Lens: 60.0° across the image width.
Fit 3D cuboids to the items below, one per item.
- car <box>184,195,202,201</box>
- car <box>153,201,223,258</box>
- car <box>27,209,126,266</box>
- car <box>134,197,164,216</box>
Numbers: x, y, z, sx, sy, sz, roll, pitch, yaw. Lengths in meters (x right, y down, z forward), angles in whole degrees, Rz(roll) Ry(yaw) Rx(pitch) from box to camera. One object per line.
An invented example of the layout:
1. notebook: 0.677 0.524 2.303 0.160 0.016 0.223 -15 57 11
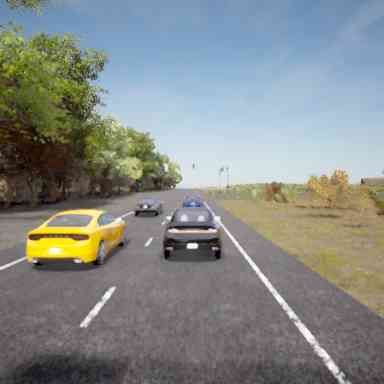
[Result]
1. car: 0.093 1.021 33.350 1.994 1.385 4.181 0 1 0
2. car: 0.031 1.300 11.943 2.128 1.511 4.902 0 1 0
3. car: -3.477 1.301 10.944 1.882 1.535 5.008 0 1 1
4. car: -3.430 1.108 27.109 2.033 1.411 5.357 0 1 0
